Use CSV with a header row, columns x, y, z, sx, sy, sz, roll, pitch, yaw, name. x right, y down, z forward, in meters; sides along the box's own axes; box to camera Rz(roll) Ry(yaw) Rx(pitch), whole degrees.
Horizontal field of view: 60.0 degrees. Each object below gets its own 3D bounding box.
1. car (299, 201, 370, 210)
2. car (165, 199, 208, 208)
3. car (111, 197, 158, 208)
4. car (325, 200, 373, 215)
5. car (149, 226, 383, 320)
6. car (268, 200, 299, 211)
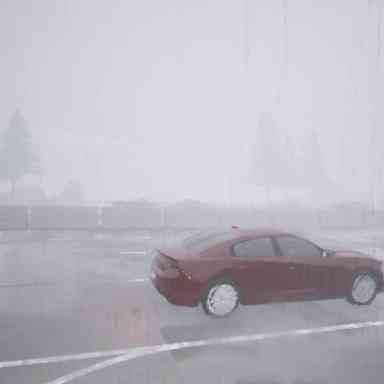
x,y,z,sx,sy,sz,roll,pitch,yaw,name
12.390,1.716,28.758,5.357,1.411,2.033,2,0,-17,car
-0.497,1.338,32.200,4.181,1.385,1.994,2,0,-17,car
-5.953,1.204,34.218,4.718,1.301,1.895,2,0,-17,car
17.767,1.771,37.668,4.892,1.490,1.837,2,0,-17,car
1.633,1.478,7.052,5.008,1.535,1.882,1,0,-17,car
11.160,1.628,39.345,4.181,1.385,1.994,2,0,-17,car
